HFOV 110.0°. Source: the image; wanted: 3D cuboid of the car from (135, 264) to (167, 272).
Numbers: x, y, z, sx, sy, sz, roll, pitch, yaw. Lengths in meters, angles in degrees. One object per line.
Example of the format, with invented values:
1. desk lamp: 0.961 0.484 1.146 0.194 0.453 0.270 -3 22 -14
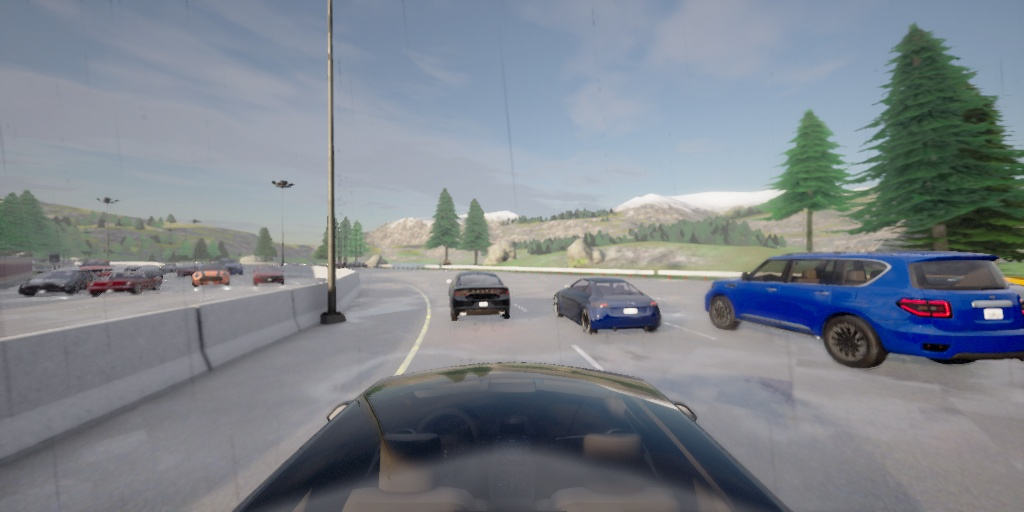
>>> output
1. car: -37.528 1.704 37.058 4.674 1.442 1.812 -1 0 40

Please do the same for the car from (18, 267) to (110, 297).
1. car: -27.250 1.595 21.894 2.033 1.411 5.357 0 0 -33

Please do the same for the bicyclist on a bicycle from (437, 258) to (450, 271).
1. bicyclist on a bicycle: -11.053 1.362 58.195 0.582 1.620 1.656 0 -23 40

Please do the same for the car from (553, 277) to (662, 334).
1. car: 2.610 1.324 10.742 1.994 1.385 4.181 0 0 -8

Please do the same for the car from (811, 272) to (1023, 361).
1. car: 10.180 1.218 8.605 1.812 1.442 4.674 0 0 -6

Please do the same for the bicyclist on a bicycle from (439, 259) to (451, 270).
1. bicyclist on a bicycle: -10.237 1.355 57.475 0.582 1.620 1.656 1 -21 41

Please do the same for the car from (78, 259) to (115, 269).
1. car: -42.081 1.438 36.333 5.566 2.045 2.150 -1 -1 40

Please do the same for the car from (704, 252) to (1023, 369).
1. car: 6.764 0.940 7.903 2.150 2.045 5.566 0 0 -6

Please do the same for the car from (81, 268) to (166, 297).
1. car: -22.904 1.611 21.401 1.895 1.301 4.718 0 0 -29

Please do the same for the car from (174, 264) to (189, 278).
1. car: -36.635 1.784 40.894 4.718 1.301 1.895 -1 0 40

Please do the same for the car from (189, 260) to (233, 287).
1. car: -22.857 1.380 27.410 2.097 1.767 4.553 -1 0 -38

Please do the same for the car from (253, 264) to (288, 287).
1. car: -18.998 1.477 28.068 1.882 1.535 5.008 0 -1 -35

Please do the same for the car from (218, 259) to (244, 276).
1. car: -34.749 1.401 43.895 5.566 2.045 2.150 -1 0 41

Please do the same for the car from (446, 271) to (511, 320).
1. car: -1.320 1.276 13.022 1.882 1.535 5.008 0 0 -11

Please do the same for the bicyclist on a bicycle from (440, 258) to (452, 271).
1. bicyclist on a bicycle: -10.665 1.357 57.858 0.582 1.620 1.656 -1 -23 39
